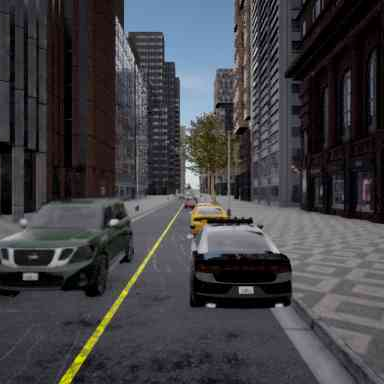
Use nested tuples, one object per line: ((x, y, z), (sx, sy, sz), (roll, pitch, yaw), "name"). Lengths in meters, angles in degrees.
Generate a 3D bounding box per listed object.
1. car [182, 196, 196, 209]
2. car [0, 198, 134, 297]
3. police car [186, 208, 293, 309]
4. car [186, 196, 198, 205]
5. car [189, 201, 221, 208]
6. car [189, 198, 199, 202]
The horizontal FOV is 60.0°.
((0.014, 1.564, 45.944), (1.994, 1.385, 4.181), (0, 0, 1), "car")
((-3.001, 1.221, 8.942), (2.150, 2.045, 5.566), (0, 0, 0), "car")
((0.899, 1.425, 8.108), (1.930, 1.638, 5.238), (0, 0, 0), "police car")
((-0.006, 1.476, 58.551), (1.882, 1.535, 5.008), (0, 0, 0), "car")
((0.898, 1.478, 17.998), (1.882, 1.535, 5.008), (0, 0, 0), "car")
((0.897, 1.455, 24.189), (1.801, 1.575, 5.366), (0, 0, 0), "car")
